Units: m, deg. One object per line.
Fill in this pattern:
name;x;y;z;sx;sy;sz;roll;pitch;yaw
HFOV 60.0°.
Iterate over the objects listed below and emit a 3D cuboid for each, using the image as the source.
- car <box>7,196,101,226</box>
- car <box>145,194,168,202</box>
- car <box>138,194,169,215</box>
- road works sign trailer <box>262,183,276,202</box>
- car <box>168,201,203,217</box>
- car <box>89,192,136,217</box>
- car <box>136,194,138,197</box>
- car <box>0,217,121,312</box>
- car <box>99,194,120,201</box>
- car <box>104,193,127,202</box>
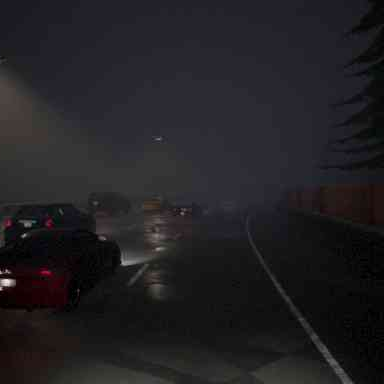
car;-5.981;1.248;14.659;2.097;1.767;4.553;0;0;6
car;-6.978;1.119;65.556;2.033;1.411;5.357;0;0;24
car;-3.185;1.270;31.817;1.882;1.535;5.008;0;0;12
road works sign trailer;14.436;0.098;62.002;2.380;3.560;2.880;0;0;28
car;-0.304;1.418;28.675;1.895;1.301;4.718;0;0;12
car;-7.268;1.021;29.517;2.150;2.045;5.566;0;0;11
car;-11.766;1.082;63.187;1.837;1.490;4.892;0;0;23
car;-3.056;1.509;7.698;1.994;1.385;4.181;0;0;3
car;-17.017;1.086;68.721;1.994;1.385;4.181;0;0;23
car;-14.832;1.063;64.964;1.837;1.490;4.892;0;1;23
